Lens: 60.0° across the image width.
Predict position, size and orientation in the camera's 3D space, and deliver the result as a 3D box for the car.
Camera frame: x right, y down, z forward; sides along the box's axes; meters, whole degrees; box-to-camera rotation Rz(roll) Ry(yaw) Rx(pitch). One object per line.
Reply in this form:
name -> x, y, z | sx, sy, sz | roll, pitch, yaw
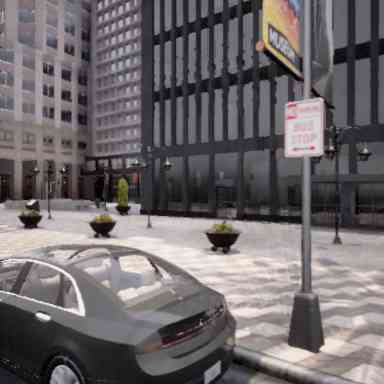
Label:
car -> -1.771, 1.475, 4.626 | 4.892, 1.521, 2.231 | 0, 0, 36
